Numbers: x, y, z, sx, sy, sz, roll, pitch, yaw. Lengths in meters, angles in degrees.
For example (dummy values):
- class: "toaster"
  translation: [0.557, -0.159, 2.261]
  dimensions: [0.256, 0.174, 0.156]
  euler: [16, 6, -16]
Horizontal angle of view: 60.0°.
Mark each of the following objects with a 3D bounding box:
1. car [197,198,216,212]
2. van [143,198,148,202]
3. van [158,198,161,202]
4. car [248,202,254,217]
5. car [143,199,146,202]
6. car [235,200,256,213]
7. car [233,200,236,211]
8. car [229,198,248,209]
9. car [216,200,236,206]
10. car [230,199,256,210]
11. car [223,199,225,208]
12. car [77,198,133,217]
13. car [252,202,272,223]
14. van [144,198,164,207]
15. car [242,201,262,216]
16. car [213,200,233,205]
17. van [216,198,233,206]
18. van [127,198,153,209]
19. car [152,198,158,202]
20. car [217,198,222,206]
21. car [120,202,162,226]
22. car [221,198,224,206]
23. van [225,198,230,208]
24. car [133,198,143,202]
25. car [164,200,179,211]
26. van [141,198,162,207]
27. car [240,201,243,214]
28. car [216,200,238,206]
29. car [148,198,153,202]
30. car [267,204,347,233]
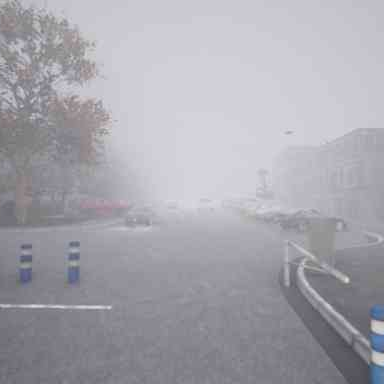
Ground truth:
- class: "car"
  translation: [1.982, 1.904, 50.415]
  dimensions: [2.150, 2.045, 5.566]
  euler: [0, -1, 1]
- class: "van"
  translation: [-9.609, 1.917, 51.337]
  dimensions: [4.442, 1.987, 1.878]
  euler: [0, -1, -19]
- class: "van"
  translation: [-9.127, 2.158, 66.141]
  dimensions: [4.442, 1.987, 1.878]
  euler: [0, -1, -19]
- class: "car"
  translation: [7.939, 1.939, 30.496]
  dimensions: [4.674, 1.452, 2.002]
  euler: [1, -1, -19]
- class: "car"
  translation: [-9.581, 2.127, 48.423]
  dimensions: [4.792, 1.488, 2.163]
  euler: [0, -1, -19]
- class: "car"
  translation: [8.107, 2.028, 39.293]
  dimensions: [4.892, 1.521, 2.231]
  euler: [1, -1, -19]
- class: "car"
  translation: [8.122, 2.098, 42.218]
  dimensions: [4.792, 1.488, 2.163]
  euler: [1, -1, -19]
- class: "car"
  translation: [8.289, 2.030, 48.104]
  dimensions: [4.553, 1.767, 2.185]
  euler: [1, -1, -19]
- class: "car"
  translation: [9.027, 2.914, 89.160]
  dimensions: [4.792, 1.488, 2.163]
  euler: [1, -1, -19]
- class: "car"
  translation: [8.210, 2.113, 45.164]
  dimensions: [4.892, 1.521, 2.231]
  euler: [1, -1, -19]
- class: "car"
  translation: [8.410, 2.291, 56.895]
  dimensions: [5.008, 1.535, 2.097]
  euler: [1, -1, -19]
- class: "car"
  translation: [-9.745, 1.674, 36.677]
  dimensions: [5.566, 2.045, 2.435]
  euler: [0, -1, -19]
- class: "car"
  translation: [7.891, 1.857, 27.564]
  dimensions: [4.892, 1.521, 2.231]
  euler: [1, -1, -19]
- class: "van"
  translation: [-8.911, 2.375, 77.914]
  dimensions: [4.442, 1.987, 1.878]
  euler: [0, -1, -19]
- class: "car"
  translation: [8.163, 1.942, 33.496]
  dimensions: [5.366, 1.575, 1.946]
  euler: [1, -1, -19]
- class: "car"
  translation: [8.921, 2.992, 94.954]
  dimensions: [5.366, 1.575, 1.946]
  euler: [1, -1, -19]
- class: "van"
  translation: [8.944, 2.713, 92.043]
  dimensions: [4.442, 1.987, 1.878]
  euler: [1, -1, -19]
- class: "van"
  translation: [-9.451, 2.058, 60.171]
  dimensions: [4.442, 1.987, 1.878]
  euler: [0, -1, -19]
- class: "car"
  translation: [-9.219, 2.231, 57.326]
  dimensions: [5.366, 1.575, 1.946]
  euler: [0, -1, -19]
- class: "car"
  translation: [8.660, 2.241, 68.641]
  dimensions: [5.566, 2.045, 2.435]
  euler: [1, -1, -19]
- class: "car"
  translation: [-3.859, 1.812, 26.045]
  dimensions: [1.837, 1.490, 4.892]
  euler: [0, -1, 5]
- class: "car"
  translation: [8.496, 2.261, 62.755]
  dimensions: [4.553, 1.767, 2.185]
  euler: [1, -1, -19]
- class: "van"
  translation: [8.259, 2.016, 53.923]
  dimensions: [4.442, 1.987, 1.878]
  euler: [1, -1, -19]
- class: "car"
  translation: [-9.581, 1.928, 45.502]
  dimensions: [4.553, 1.767, 2.185]
  euler: [0, -1, -19]
- class: "car"
  translation: [-3.064, 2.277, 54.648]
  dimensions: [2.033, 1.411, 5.357]
  euler: [0, -1, 1]
- class: "van"
  translation: [-9.183, 2.319, 74.885]
  dimensions: [4.442, 1.987, 1.878]
  euler: [0, -1, -19]
- class: "car"
  translation: [8.045, 2.024, 36.363]
  dimensions: [4.674, 1.452, 2.002]
  euler: [1, -1, -19]
- class: "car"
  translation: [9.126, 2.828, 86.275]
  dimensions: [5.366, 1.575, 1.946]
  euler: [1, -1, -19]
- class: "car"
  translation: [-9.439, 2.188, 54.320]
  dimensions: [4.892, 1.521, 2.231]
  euler: [0, -1, -19]
- class: "car"
  translation: [7.774, 1.772, 21.702]
  dimensions: [4.892, 1.521, 2.231]
  euler: [1, -1, -19]
